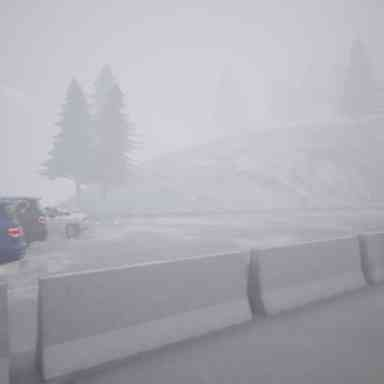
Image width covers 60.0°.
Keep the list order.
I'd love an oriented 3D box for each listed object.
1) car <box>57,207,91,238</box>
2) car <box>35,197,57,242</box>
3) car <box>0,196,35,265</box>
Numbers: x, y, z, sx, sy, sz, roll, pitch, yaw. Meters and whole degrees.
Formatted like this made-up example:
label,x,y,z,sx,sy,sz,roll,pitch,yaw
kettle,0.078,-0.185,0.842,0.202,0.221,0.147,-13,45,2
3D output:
label,x,y,z,sx,sy,sz,roll,pitch,yaw
car,-7.234,1.457,15.871,4.674,1.442,1.812,0,0,-34
car,-7.856,1.170,11.278,5.566,2.045,2.150,0,0,-35
car,-6.929,1.183,7.666,5.566,2.045,2.150,0,0,-36
